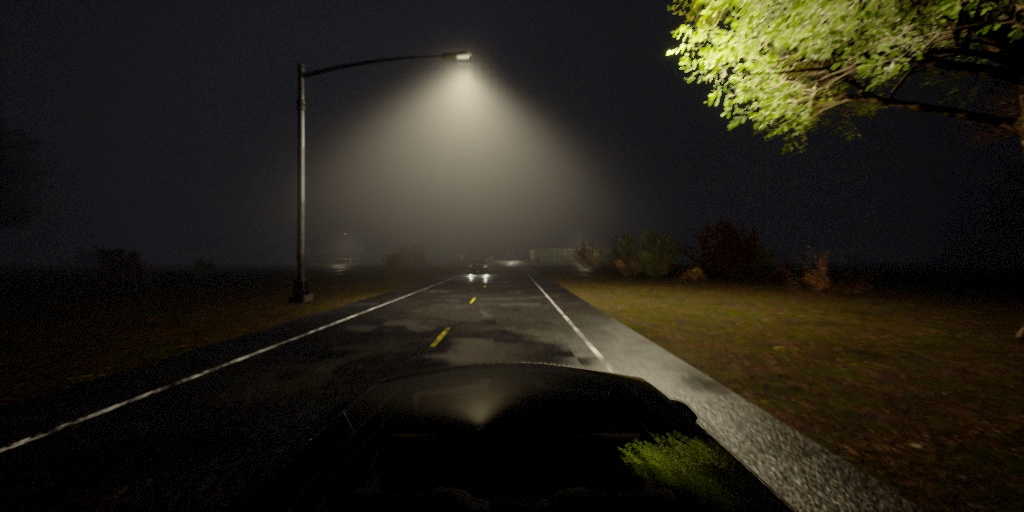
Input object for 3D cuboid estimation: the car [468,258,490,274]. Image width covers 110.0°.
[{"bbox_3d":[-3.602,1.065,39.958,2.097,1.767,4.553,0,0,0],"label":"car"}]
